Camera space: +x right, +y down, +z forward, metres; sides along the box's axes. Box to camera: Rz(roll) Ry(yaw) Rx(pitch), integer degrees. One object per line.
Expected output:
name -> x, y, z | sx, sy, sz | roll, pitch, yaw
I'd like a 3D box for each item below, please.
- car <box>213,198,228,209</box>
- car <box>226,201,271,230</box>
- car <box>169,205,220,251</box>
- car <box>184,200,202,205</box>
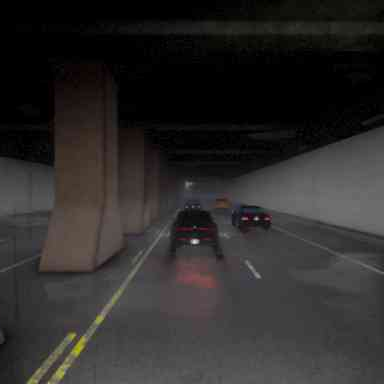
car -> 3.601, 1.461, 41.142 | 1.882, 1.535, 5.008 | 0, 0, 0
car -> 3.601, 1.539, 21.094 | 2.033, 1.411, 5.357 | 0, 0, 0
car -> 0.101, 1.499, 14.177 | 1.837, 1.490, 4.892 | 0, 0, 0
car -> 0.102, 1.533, 36.101 | 2.033, 1.411, 5.357 | 0, 0, 0
